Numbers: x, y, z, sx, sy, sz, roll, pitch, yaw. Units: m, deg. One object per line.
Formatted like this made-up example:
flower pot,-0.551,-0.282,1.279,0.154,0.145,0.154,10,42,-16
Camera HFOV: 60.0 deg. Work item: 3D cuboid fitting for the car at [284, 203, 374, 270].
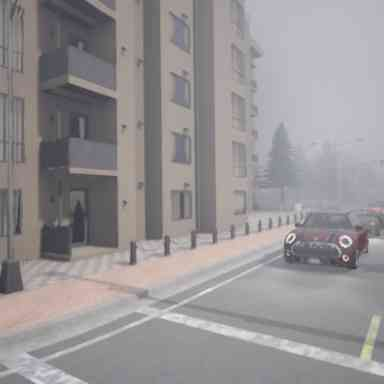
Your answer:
car,4.806,1.440,11.594,2.097,1.767,4.553,-1,-1,33

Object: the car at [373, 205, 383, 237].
car,9.763,1.682,19.052,1.994,1.385,4.181,-1,-1,34

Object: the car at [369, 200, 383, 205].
car,15.362,1.503,27.477,2.097,1.767,4.553,-1,-1,34
